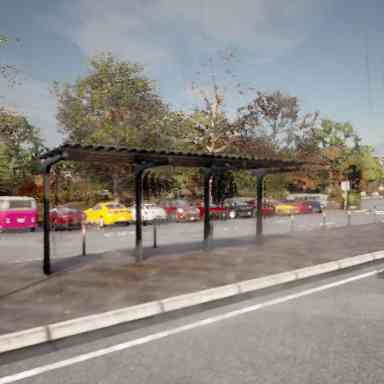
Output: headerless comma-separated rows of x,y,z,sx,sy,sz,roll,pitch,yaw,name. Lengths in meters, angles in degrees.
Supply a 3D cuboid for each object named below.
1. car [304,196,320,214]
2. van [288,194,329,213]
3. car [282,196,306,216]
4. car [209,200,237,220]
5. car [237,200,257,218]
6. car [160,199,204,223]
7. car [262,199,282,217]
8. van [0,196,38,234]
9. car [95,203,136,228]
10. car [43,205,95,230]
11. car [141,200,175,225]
10.004,1.470,33.924,2.163,1.488,4.792,0,0,-36,car
12.345,1.211,35.418,1.878,1.987,4.442,0,0,-36,van
7.871,1.441,32.132,1.946,1.575,5.366,0,0,-36,car
0.991,1.455,27.443,2.097,1.535,5.008,0,0,-36,car
3.255,1.453,29.048,2.231,1.521,4.892,0,0,-36,car
-1.281,1.335,25.848,2.185,1.767,4.553,0,0,-36,car
5.490,1.477,30.692,2.163,1.488,4.792,0,0,-36,car
-10.359,1.255,19.454,1.878,1.987,4.442,0,0,-36,van
-5.774,1.470,22.587,2.097,1.535,5.008,0,0,-36,car
-8.033,1.515,20.972,2.002,1.452,4.674,0,0,-36,car
-3.518,1.505,24.205,2.002,1.452,4.674,0,0,-36,car
